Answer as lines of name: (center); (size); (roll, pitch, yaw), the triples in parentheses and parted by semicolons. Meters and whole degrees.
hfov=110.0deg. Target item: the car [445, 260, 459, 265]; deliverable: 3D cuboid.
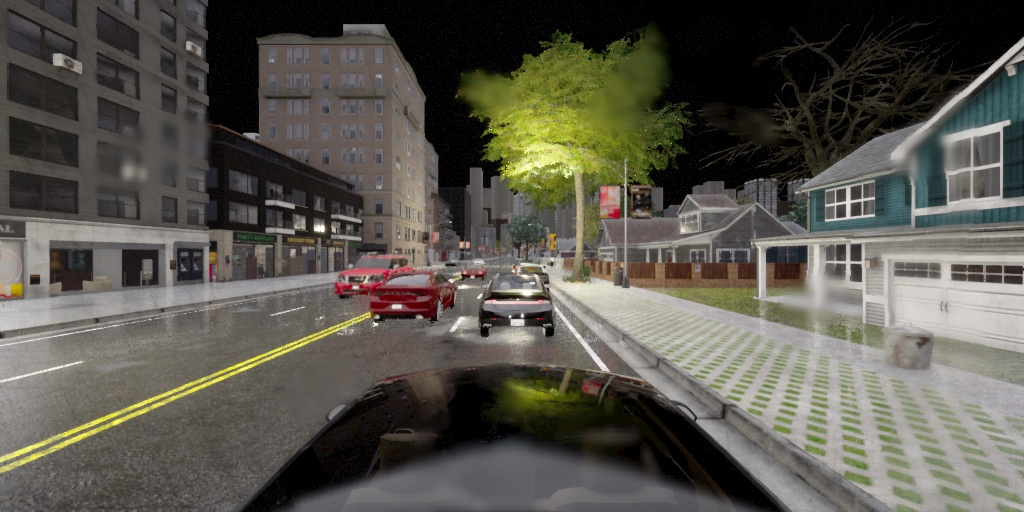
car: (-9.667, 1.305, 58.532); (1.895, 1.301, 4.718); (0, 0, 1)

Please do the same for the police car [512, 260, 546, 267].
police car: (1.027, 1.165, 20.510); (1.930, 1.638, 5.238); (0, 0, 0)

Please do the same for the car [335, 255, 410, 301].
car: (-6.554, 0.964, 17.795); (2.150, 2.045, 5.566); (0, 0, 0)

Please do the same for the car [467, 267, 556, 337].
car: (0.122, 1.239, 10.260); (2.128, 1.511, 4.902); (0, 0, 0)

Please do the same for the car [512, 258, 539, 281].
car: (1.054, 1.082, 30.370); (2.097, 1.767, 4.553); (0, 0, 0)

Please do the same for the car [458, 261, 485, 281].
car: (-3.071, 1.331, 30.316); (1.895, 1.301, 4.718); (0, 0, 0)

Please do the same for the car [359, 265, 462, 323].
car: (-3.121, 1.224, 12.213); (1.882, 1.535, 5.008); (0, 0, 0)
